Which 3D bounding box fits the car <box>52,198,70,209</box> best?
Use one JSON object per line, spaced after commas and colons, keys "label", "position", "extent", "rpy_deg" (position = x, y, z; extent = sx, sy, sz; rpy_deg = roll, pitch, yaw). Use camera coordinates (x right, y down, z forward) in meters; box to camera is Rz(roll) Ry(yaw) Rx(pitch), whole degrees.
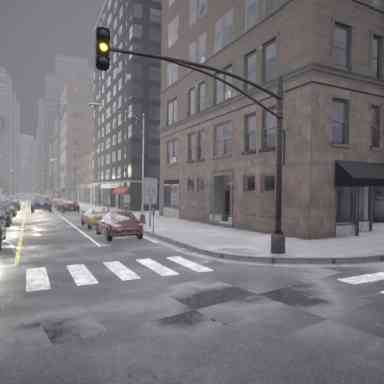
{"label": "car", "position": [-18.349, 1.573, 46.520], "extent": [1.887, 1.381, 4.507], "rpy_deg": [0, 0, -26]}

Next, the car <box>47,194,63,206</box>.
{"label": "car", "position": [-23.249, 1.355, 56.510], "extent": [2.192, 1.841, 5.009], "rpy_deg": [0, 0, -26]}

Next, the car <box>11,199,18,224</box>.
{"label": "car", "position": [-12.728, 1.455, 21.566], "extent": [2.128, 1.511, 4.902], "rpy_deg": [1, 0, -26]}

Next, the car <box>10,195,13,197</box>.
{"label": "car", "position": [-38.246, 1.422, 67.734], "extent": [1.967, 1.590, 4.097], "rpy_deg": [0, 0, -26]}

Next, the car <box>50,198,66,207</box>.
{"label": "car", "position": [-20.798, 1.585, 51.515], "extent": [2.008, 1.369, 4.403], "rpy_deg": [0, 0, -26]}

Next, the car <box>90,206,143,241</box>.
{"label": "car", "position": [-3.652, 1.592, 16.549], "extent": [1.802, 1.307, 4.206], "rpy_deg": [0, 0, -26]}

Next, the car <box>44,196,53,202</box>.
{"label": "car", "position": [-33.121, 1.579, 76.646], "extent": [1.752, 1.417, 4.829], "rpy_deg": [0, 0, -26]}

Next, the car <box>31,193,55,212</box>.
{"label": "car", "position": [-17.607, 1.351, 38.771], "extent": [2.097, 1.767, 4.553], "rpy_deg": [1, 0, -26]}

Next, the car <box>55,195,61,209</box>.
{"label": "car", "position": [-15.899, 1.463, 41.524], "extent": [1.967, 1.590, 4.097], "rpy_deg": [0, 0, -26]}

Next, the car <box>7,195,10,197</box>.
{"label": "car", "position": [-33.346, 1.415, 57.740], "extent": [1.967, 1.590, 4.097], "rpy_deg": [0, 0, -26]}

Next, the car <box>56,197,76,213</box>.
{"label": "car", "position": [-13.449, 1.563, 36.529], "extent": [1.887, 1.381, 4.507], "rpy_deg": [0, 0, -26]}

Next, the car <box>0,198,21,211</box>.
{"label": "car", "position": [-17.043, 1.515, 30.438], "extent": [2.033, 1.411, 5.357], "rpy_deg": [1, 0, -26]}

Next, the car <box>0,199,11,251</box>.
{"label": "car", "position": [-8.711, 1.314, 13.365], "extent": [2.097, 1.767, 4.553], "rpy_deg": [1, 0, -26]}

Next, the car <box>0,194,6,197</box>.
{"label": "car", "position": [-28.446, 1.279, 47.746], "extent": [2.192, 1.841, 5.009], "rpy_deg": [0, 0, -26]}

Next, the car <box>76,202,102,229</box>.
{"label": "car", "position": [-6.176, 1.536, 21.697], "extent": [1.752, 1.417, 4.829], "rpy_deg": [0, 0, -26]}
